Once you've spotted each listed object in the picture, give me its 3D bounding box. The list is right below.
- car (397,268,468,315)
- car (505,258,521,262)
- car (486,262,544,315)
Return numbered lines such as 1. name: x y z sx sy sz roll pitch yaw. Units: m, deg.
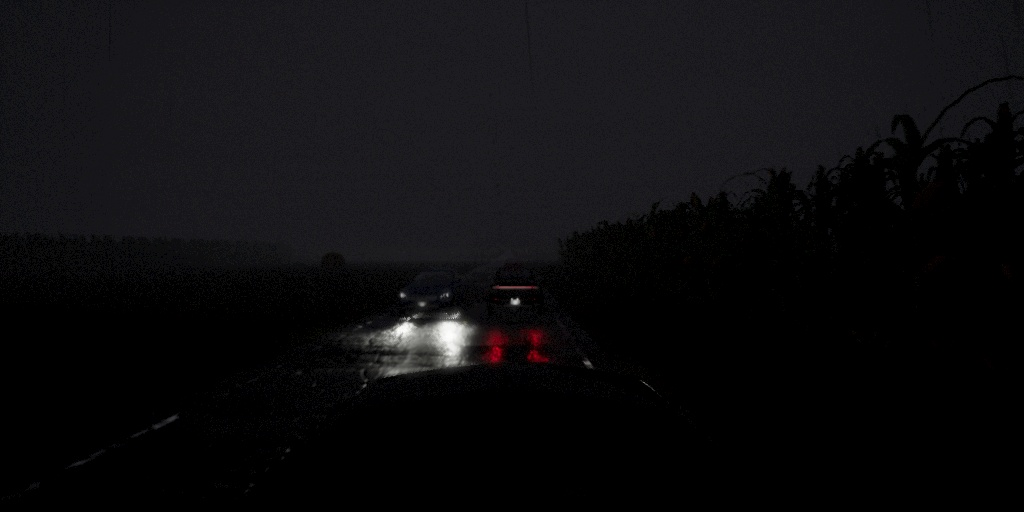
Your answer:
1. car: -2.747 1.185 13.282 1.812 1.442 4.674 0 1 0
2. car: 0.108 0.958 33.860 1.882 1.535 5.008 0 1 0
3. car: 0.102 1.152 13.167 2.128 1.511 4.902 0 0 0
